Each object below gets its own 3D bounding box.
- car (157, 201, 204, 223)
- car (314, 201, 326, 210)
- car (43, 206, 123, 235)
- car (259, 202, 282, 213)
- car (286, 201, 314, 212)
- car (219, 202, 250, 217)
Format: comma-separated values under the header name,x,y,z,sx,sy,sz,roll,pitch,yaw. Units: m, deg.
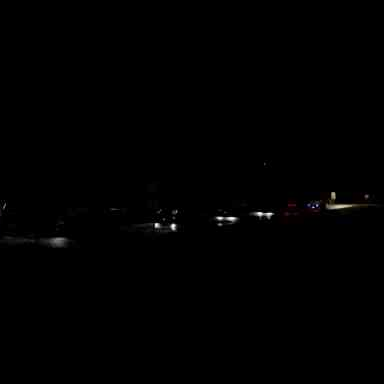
name,x,y,z,sx,sy,sz,roll,pitch,yaw
car,-0.923,1.599,28.044,2.097,1.767,4.553,-1,-1,35
car,19.929,2.112,53.047,1.895,1.301,4.718,-1,-1,35
car,-6.437,1.634,20.108,1.882,1.535,5.008,-1,-1,35
car,10.525,1.994,44.440,1.994,1.385,4.181,-1,-1,35
car,14.239,1.914,44.778,2.128,1.511,4.902,-1,-1,35
car,4.759,1.865,36.208,1.812,1.442,4.674,-1,-1,35
